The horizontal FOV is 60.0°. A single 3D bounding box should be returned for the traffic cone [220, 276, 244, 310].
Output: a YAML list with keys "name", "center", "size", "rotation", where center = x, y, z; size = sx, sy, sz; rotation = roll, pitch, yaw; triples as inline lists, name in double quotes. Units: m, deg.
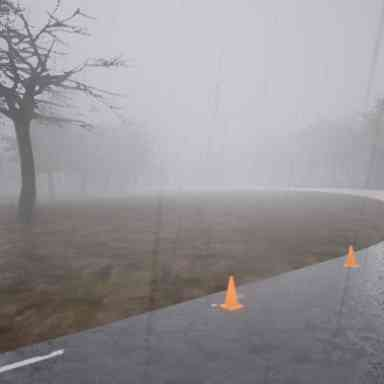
- name: "traffic cone"
  center: [0.782, 1.946, 6.521]
  size: [0.340, 0.580, 0.340]
  rotation: [-1, 0, -39]

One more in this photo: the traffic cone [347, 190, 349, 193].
- name: "traffic cone"
  center: [21.999, -0.106, 46.873]
  size: [0.340, 0.580, 0.340]
  rotation: [-3, 3, -1]

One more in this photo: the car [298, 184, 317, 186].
- name: "car"
  center: [20.670, -1.288, 61.135]
  size: [2.033, 1.411, 5.357]
  rotation: [-3, 3, -19]

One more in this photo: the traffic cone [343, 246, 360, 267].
- name: "traffic cone"
  center: [4.644, 1.857, 9.696]
  size: [0.340, 0.580, 0.340]
  rotation: [-1, 0, -39]
